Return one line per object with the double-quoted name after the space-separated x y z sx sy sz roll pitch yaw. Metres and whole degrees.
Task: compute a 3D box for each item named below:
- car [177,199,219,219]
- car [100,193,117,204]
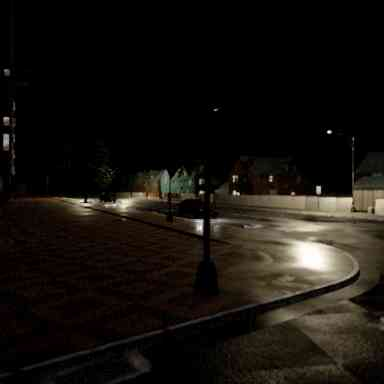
0.332 1.291 26.960 1.812 1.442 4.674 1 0 -28 "car"
-13.333 0.929 52.745 2.128 1.511 4.902 1 0 -28 "car"
